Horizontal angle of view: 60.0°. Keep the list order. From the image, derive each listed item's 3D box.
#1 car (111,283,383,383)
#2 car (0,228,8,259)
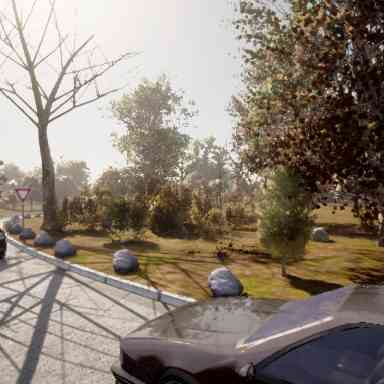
[{"bbox_3d":[1.773,1.548,2.612,5.357,1.411,2.033,0,0,36],"label":"car"},{"bbox_3d":[-8.090,1.576,11.955,2.128,1.511,4.902,0,0,-41],"label":"car"}]
